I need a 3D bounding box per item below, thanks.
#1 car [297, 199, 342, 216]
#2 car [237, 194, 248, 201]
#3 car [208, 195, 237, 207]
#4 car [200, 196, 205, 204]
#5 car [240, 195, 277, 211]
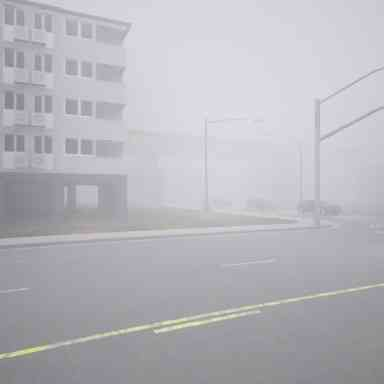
[{"bbox_3d":[12.713,1.505,33.453,1.837,1.490,4.892,0,0,-25],"label":"car"},{"bbox_3d":[11.176,1.540,75.348,2.033,1.411,5.357,0,0,41],"label":"car"},{"bbox_3d":[4.509,1.505,51.301,1.837,1.490,4.892,0,0,-21],"label":"car"},{"bbox_3d":[2.534,1.505,61.434,1.837,1.490,4.892,0,0,3],"label":"car"},{"bbox_3d":[8.660,1.491,42.017,2.128,1.511,4.902,0,0,-25],"label":"car"}]
